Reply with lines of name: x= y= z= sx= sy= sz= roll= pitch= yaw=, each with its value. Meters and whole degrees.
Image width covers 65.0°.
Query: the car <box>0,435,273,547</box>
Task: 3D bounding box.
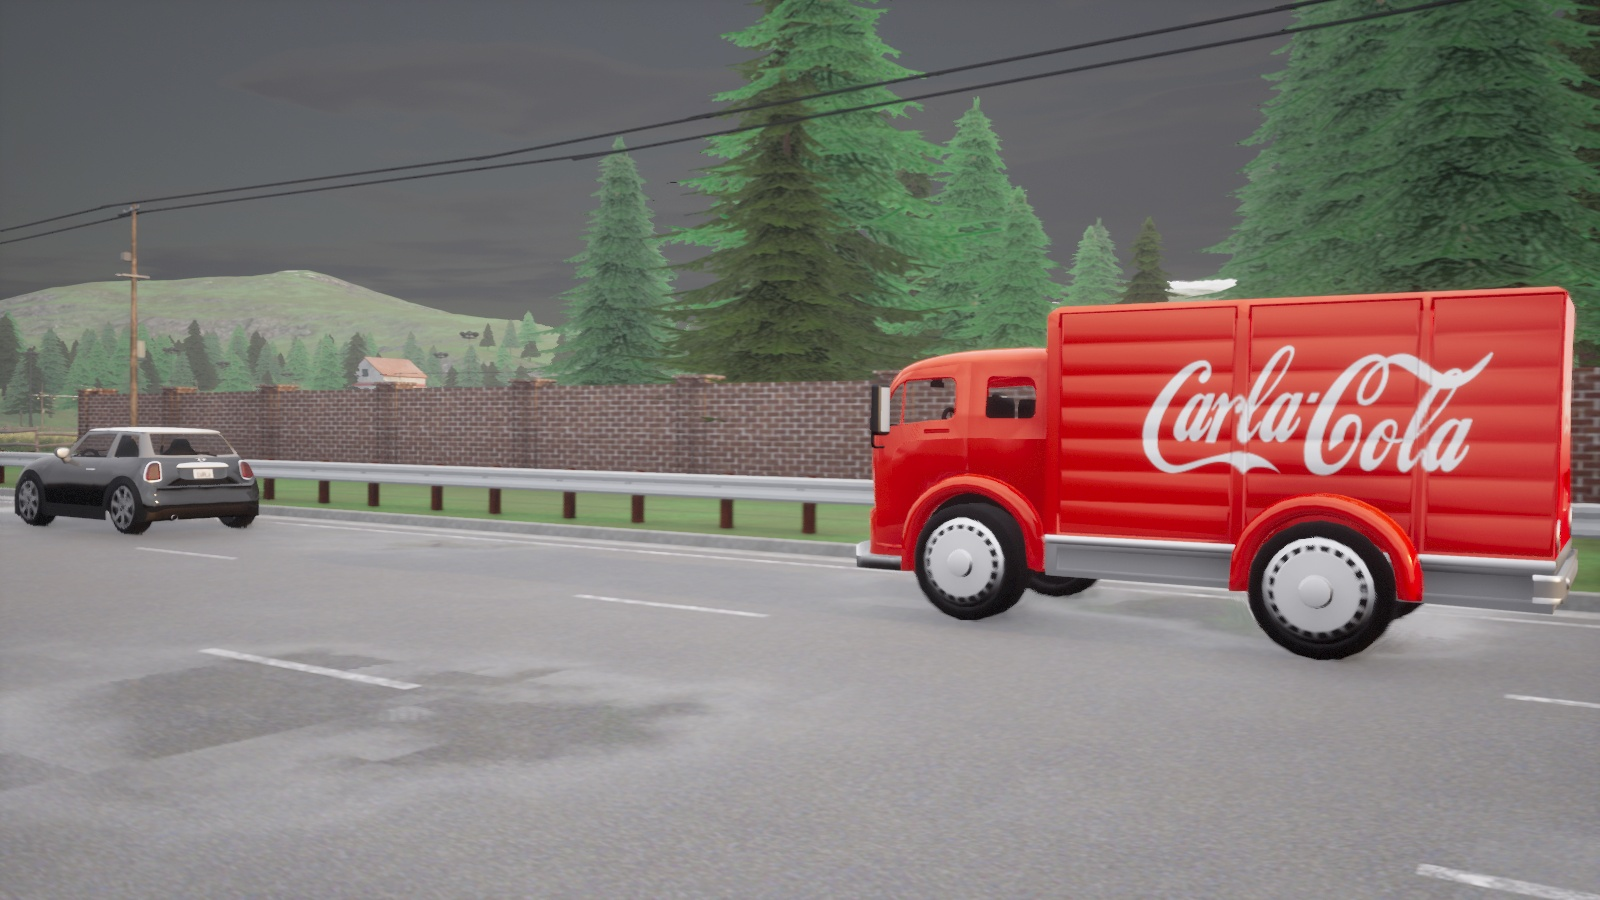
car: x=-9.825 y=0.533 z=18.552 sx=3.806 sy=1.475 sz=1.970 roll=0 pitch=1 yaw=34

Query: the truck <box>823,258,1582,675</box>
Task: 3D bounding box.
truck: x=3.096 y=0.081 z=9.960 sx=5.204 sy=2.467 sz=2.627 roll=0 pitch=1 yaw=34
